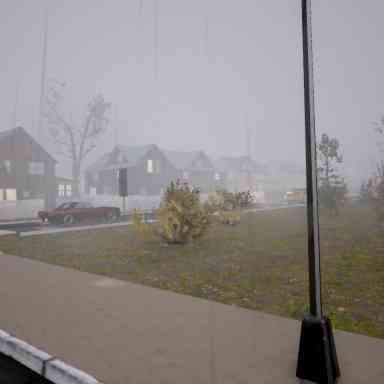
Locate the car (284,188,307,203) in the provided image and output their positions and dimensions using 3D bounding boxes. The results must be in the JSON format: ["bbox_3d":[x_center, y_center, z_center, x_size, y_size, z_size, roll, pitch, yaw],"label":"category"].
[{"bbox_3d":[13.949,0.593,42.280,1.882,1.535,5.008,-2,-1,44],"label":"car"}]

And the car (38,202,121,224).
[{"bbox_3d":[-6.740,1.252,20.469,1.895,1.301,4.718,-2,-1,43],"label":"car"}]
